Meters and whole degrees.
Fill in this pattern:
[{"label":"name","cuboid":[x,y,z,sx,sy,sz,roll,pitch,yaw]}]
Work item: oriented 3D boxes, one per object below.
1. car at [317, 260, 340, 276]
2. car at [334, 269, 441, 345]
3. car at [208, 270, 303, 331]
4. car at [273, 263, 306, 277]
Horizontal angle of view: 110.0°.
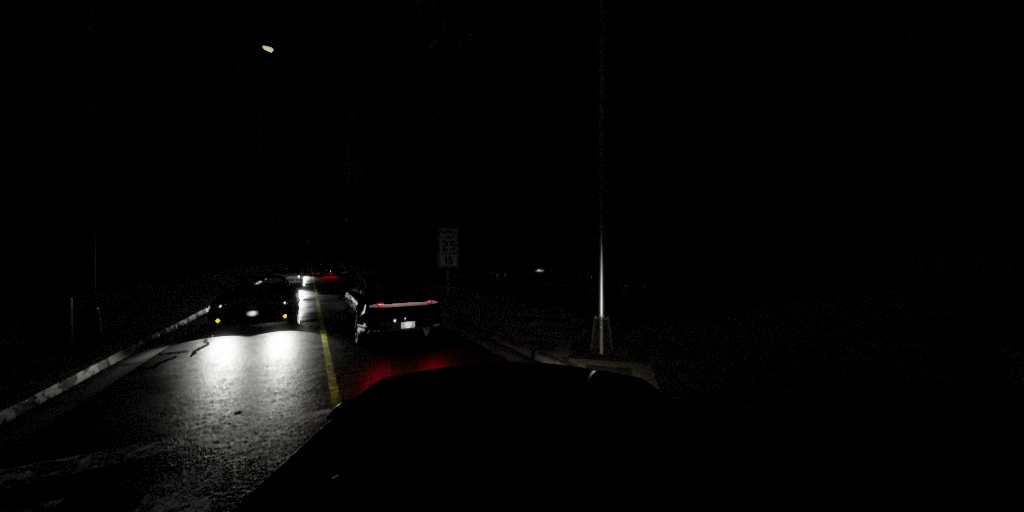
[{"label":"car","cuboid":[-19.448,1.269,38.191,1.837,1.490,4.892,0,0,-29]},{"label":"car","cuboid":[-3.391,1.244,9.691,2.128,1.511,4.902,0,0,-30]},{"label":"car","cuboid":[-7.740,1.315,11.083,1.994,1.385,4.181,0,0,-29]},{"label":"car","cuboid":[-14.719,1.357,23.420,1.895,1.301,4.718,0,0,-29]}]
